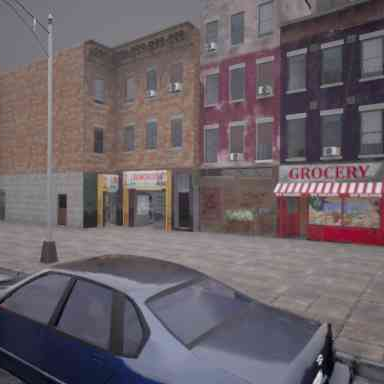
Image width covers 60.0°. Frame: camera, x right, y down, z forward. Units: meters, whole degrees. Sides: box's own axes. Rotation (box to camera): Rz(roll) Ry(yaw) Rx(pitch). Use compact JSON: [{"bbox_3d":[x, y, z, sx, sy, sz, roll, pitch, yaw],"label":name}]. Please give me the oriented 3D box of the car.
[{"bbox_3d":[-1.046,1.547,4.108,5.357,1.411,2.033,0,0,35],"label":"car"}]
